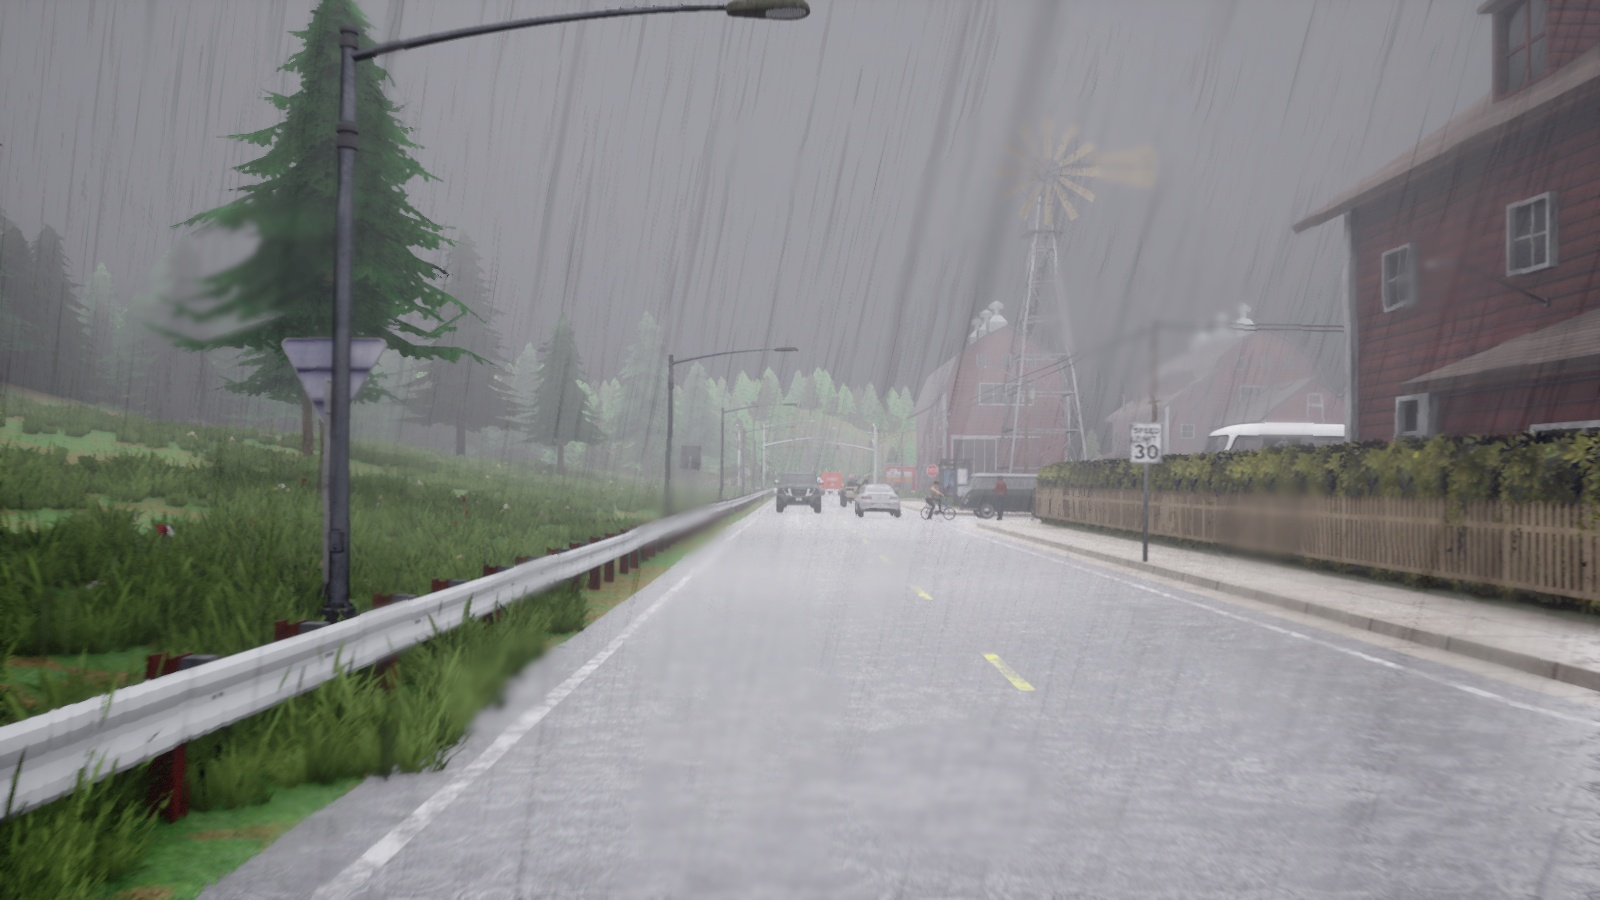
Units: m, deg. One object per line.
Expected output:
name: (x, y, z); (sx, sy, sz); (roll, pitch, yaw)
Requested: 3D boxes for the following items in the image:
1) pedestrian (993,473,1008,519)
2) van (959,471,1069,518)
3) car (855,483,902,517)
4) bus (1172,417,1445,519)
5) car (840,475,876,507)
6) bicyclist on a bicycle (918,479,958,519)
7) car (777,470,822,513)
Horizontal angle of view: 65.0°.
pedestrian: (8.101, 1.850, 50.736); (0.331, 1.846, 0.636); (1, -1, -16)
van: (9.237, 1.911, 54.537); (4.442, 1.987, 1.775); (0, -1, -2)
car: (3.478, 2.214, 56.345); (1.812, 1.442, 4.674); (0, -1, 0)
bus: (21.931, 0.812, 54.691); (10.273, 4.253, 3.944); (0, -1, 0)
car: (3.466, 2.465, 75.668); (1.932, 1.855, 4.605); (0, -1, 0)
bicyclist on a bicycle: (5.702, 2.023, 51.866); (1.509, 1.612, 0.866); (0, -1, 20)
car: (-0.024, 2.048, 62.575); (2.150, 2.045, 5.566); (0, -1, 0)
